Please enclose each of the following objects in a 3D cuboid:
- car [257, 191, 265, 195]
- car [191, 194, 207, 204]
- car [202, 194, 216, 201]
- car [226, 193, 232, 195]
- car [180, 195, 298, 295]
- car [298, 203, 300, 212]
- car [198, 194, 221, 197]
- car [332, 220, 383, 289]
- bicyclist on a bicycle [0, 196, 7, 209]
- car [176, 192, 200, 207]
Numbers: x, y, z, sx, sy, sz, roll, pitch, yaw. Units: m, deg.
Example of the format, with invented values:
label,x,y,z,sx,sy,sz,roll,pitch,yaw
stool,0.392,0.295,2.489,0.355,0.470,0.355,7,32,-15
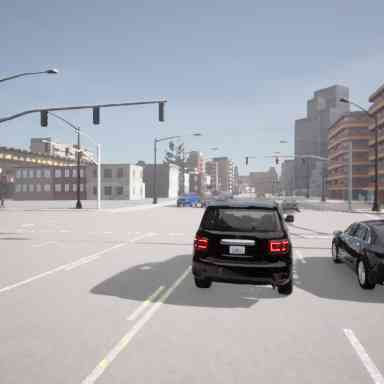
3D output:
label,x,y,z,sx,sy,sz,roll,pitch,yaw
car,17.620,0.559,85.140,2.097,1.767,4.553,0,1,11
car,1.295,1.217,57.975,1.837,1.490,4.892,0,1,11
car,3.456,1.075,68.235,2.033,1.411,5.357,0,1,12
car,6.184,1.091,64.268,1.837,1.490,4.892,0,1,12
car,1.558,1.221,9.073,2.150,2.045,5.566,0,0,15
car,11.070,1.492,37.301,2.033,1.411,5.357,0,0,16
car,2.436,1.381,46.090,1.837,1.490,4.892,0,1,12
car,5.118,1.505,8.945,1.837,1.490,4.892,0,0,11
bicyclist on a bicycle,-23.742,1.303,41.537,0.582,1.620,1.656,0,0,10
car,-0.639,1.079,48.503,2.150,2.045,5.566,0,1,12
